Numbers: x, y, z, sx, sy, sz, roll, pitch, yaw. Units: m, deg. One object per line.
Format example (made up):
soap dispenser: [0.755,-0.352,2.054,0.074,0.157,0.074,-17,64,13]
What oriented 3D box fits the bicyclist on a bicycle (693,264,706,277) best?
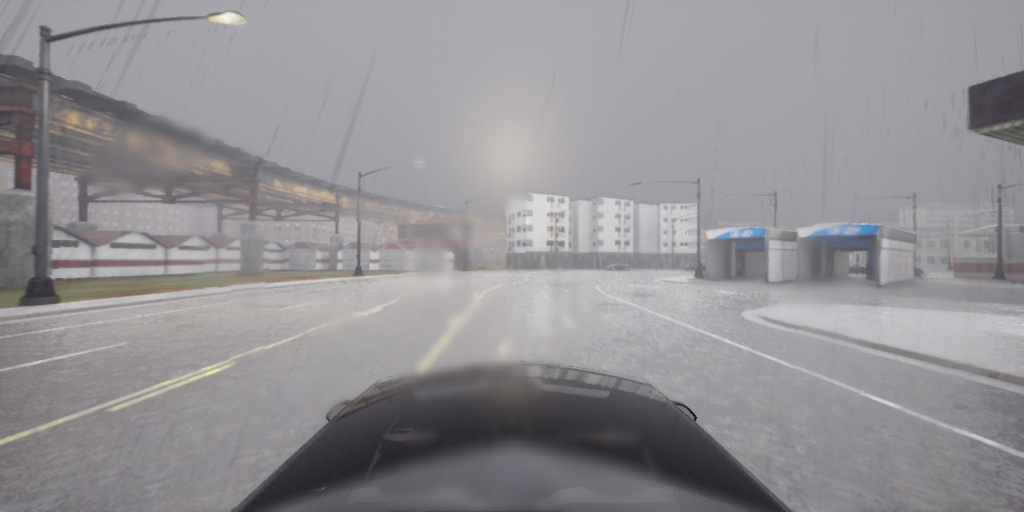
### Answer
bicyclist on a bicycle: [21.246,1.536,40.402,0.582,1.620,1.656,1,-1,-34]

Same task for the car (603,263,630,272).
car: [17.853,1.885,61.115,4.892,1.490,1.837,0,-1,-25]
